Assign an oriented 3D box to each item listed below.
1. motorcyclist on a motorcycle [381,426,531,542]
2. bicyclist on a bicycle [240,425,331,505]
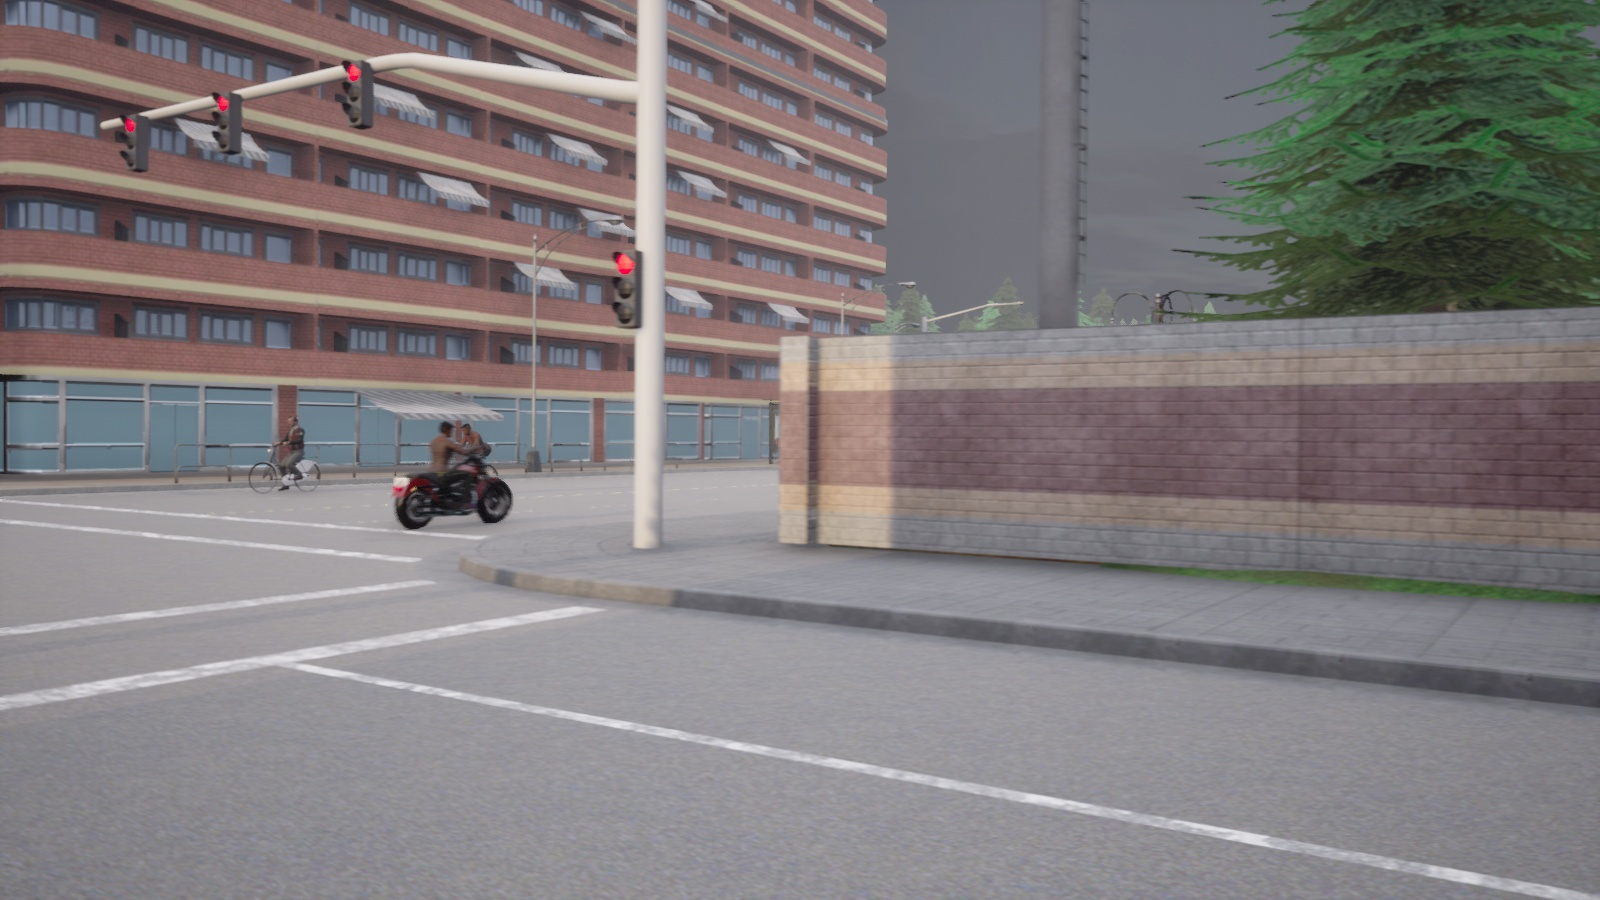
[{"bbox_3d":[-5.195,0.468,19.174,0.766,1.649,2.350,0,1,30],"label":"motorcyclist on a motorcycle"},{"bbox_3d":[-11.659,0.319,28.511,0.659,1.776,1.843,0,1,33],"label":"bicyclist on a bicycle"}]
